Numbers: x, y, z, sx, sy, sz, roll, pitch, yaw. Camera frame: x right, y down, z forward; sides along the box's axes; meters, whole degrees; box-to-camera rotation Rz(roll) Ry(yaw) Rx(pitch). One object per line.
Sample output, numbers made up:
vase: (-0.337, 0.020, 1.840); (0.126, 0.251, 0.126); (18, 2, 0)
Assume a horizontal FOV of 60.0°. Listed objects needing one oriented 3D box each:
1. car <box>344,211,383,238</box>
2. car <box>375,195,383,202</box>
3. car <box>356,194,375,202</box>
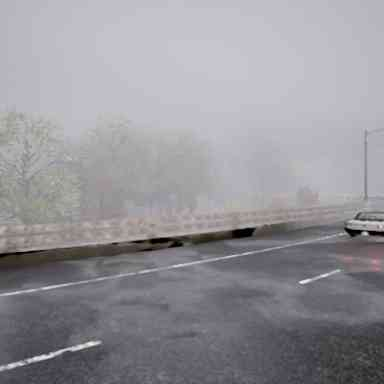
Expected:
car: (9.544, 1.620, 16.881); (4.718, 1.301, 1.895); (0, 0, -45)
car: (42.569, 1.414, 75.451); (1.882, 1.535, 5.008); (0, 0, 7)
car: (39.103, 1.301, 75.934); (2.097, 1.767, 4.553); (0, 0, 7)
